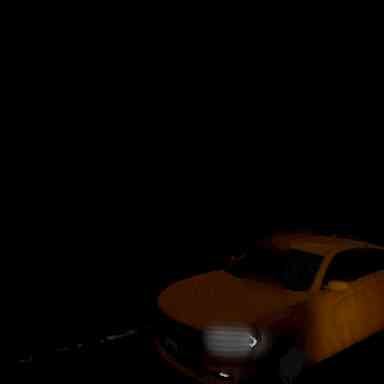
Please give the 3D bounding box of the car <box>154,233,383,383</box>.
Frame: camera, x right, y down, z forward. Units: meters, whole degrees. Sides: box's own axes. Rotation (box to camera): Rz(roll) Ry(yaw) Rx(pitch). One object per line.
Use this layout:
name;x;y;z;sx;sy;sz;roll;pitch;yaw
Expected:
car;1.798;1.480;5.273;5.008;1.535;1.882;0;0;-35
